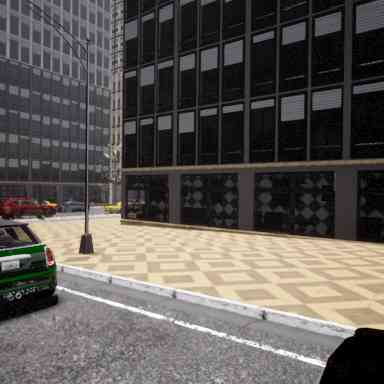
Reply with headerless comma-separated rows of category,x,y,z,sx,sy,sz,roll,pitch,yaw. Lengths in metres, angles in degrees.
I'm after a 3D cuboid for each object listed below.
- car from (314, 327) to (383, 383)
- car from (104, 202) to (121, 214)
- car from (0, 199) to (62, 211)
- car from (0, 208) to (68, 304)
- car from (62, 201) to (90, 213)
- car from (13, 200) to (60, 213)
car,2.986,1.601,1.549,4.718,1.301,1.895,0,0,36
car,-8.124,1.830,39.357,1.752,1.417,4.829,1,0,37
car,-14.939,1.519,30.158,2.192,1.841,5.009,1,0,37
car,-5.011,1.348,7.268,4.553,1.767,2.097,0,0,36
car,-14.539,1.749,40.409,1.994,1.385,4.181,1,0,37
car,-18.419,1.643,39.540,1.752,1.417,4.829,1,0,37
